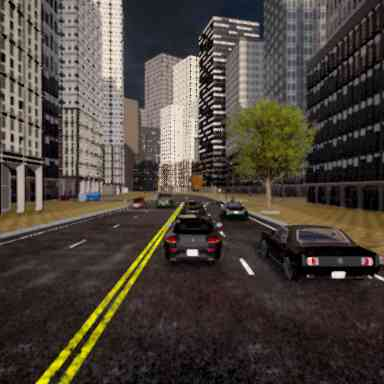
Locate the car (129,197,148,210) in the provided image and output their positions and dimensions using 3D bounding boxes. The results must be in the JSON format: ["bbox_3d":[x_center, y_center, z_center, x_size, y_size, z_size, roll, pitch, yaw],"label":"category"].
[{"bbox_3d":[-6.602,1.389,41.661,1.812,1.442,4.674,0,0,0],"label":"car"}]

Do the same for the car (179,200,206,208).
[{"bbox_3d":[0.065,1.428,26.219,1.837,1.490,4.892,0,1,0],"label":"car"}]

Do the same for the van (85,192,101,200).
[{"bbox_3d":[-22.667,0.919,75.554,3.998,1.788,1.690,0,0,1],"label":"van"}]

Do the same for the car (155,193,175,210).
[{"bbox_3d":[-3.353,1.086,41.933,2.150,2.045,5.566,0,0,0],"label":"car"}]

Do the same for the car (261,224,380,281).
[{"bbox_3d":[3.310,1.575,9.701,1.895,1.301,4.718,0,0,0],"label":"car"}]

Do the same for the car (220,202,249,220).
[{"bbox_3d":[3.319,1.483,26.840,1.994,1.385,4.181,0,0,0],"label":"car"}]

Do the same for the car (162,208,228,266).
[{"bbox_3d":[0.069,1.495,11.373,1.812,1.442,4.674,0,0,1],"label":"car"}]

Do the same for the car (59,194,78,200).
[{"bbox_3d":[-28.206,1.097,75.601,4.507,1.381,1.887,0,0,1],"label":"car"}]
